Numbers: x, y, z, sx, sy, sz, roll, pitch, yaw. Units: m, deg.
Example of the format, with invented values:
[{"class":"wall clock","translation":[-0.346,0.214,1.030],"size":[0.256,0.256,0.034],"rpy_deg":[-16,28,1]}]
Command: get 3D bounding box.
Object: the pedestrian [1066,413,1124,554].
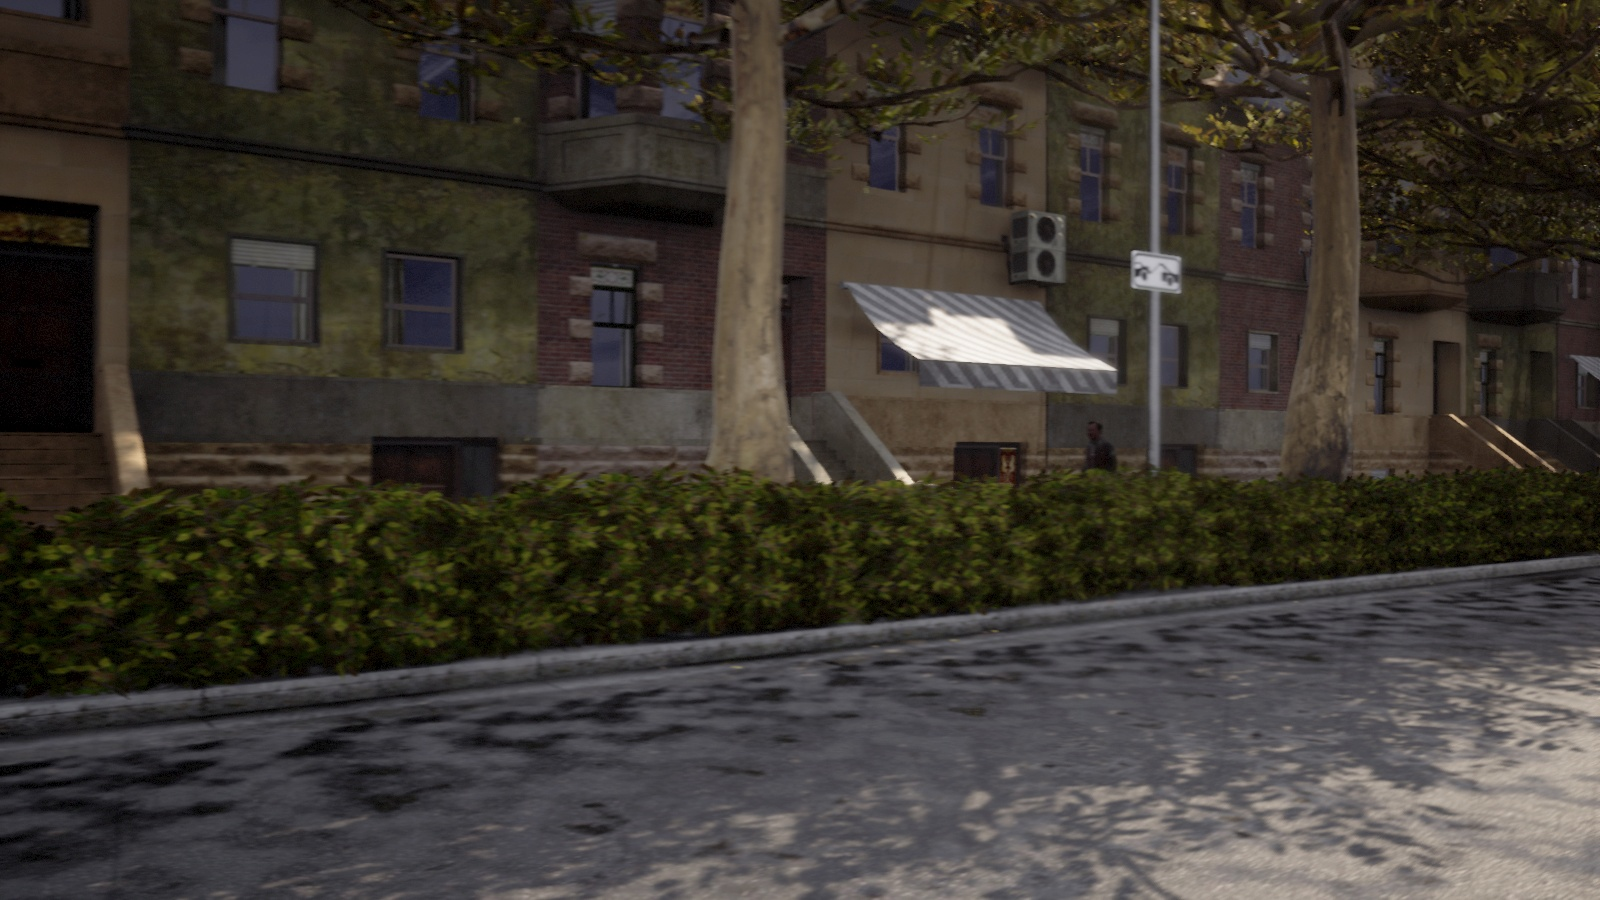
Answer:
[{"class":"pedestrian","translation":[3.958,0.439,16.861],"size":[0.720,1.854,0.376],"rpy_deg":[0,0,-36]}]
